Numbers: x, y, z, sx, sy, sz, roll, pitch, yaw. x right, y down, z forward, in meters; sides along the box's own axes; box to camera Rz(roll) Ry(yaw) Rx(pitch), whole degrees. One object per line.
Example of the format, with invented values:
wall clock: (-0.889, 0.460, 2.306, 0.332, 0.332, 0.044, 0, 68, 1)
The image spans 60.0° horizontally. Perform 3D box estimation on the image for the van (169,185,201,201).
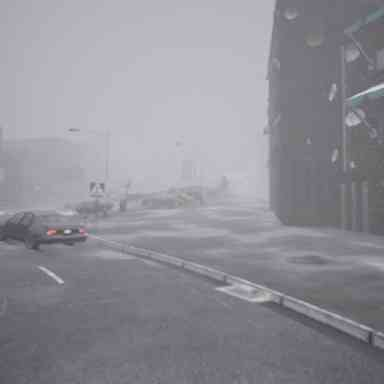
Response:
van: (-1.224, 0.410, 47.065, 4.442, 1.987, 1.878, 0, 2, -7)

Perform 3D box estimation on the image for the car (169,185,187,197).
car: (-2.603, -0.252, 63.957, 2.150, 2.045, 5.566, 0, 2, 13)

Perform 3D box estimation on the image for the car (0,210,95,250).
car: (-6.646, 1.528, 14.317, 5.357, 1.411, 2.033, 1, -2, 41)

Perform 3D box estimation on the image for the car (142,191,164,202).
car: (-5.750, 0.617, 49.748, 1.837, 1.490, 4.892, 0, 2, 13)

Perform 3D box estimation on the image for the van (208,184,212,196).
van: (0.584, 0.042, 55.928, 4.442, 1.987, 1.878, 0, 3, -7)

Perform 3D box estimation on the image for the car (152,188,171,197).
car: (-5.877, 0.113, 64.214, 2.033, 1.411, 5.357, 0, 2, 13)

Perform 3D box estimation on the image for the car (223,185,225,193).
car: (4.067, -0.474, 70.783, 4.553, 1.767, 2.185, 0, 2, -7)

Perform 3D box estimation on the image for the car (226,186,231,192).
car: (7.474, -0.960, 85.639, 4.892, 1.521, 2.231, 0, 2, -7)

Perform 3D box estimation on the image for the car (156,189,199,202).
car: (-2.203, 0.758, 44.066, 5.366, 1.575, 1.946, 0, 3, -7)

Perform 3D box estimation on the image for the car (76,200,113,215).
car: (-9.363, 1.437, 32.480, 1.895, 1.301, 4.718, 0, 3, 9)

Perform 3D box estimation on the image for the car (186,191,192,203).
car: (-2.697, 0.923, 41.125, 4.674, 1.452, 2.002, 0, 3, -7)

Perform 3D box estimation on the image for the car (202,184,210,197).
car: (-0.687, 0.262, 50.004, 5.566, 2.045, 2.435, 0, 3, -7)

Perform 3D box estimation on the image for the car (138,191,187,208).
car: (-3.387, 1.007, 38.163, 4.892, 1.521, 2.231, 0, 2, -7)

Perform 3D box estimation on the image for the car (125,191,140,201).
car: (-8.657, 0.564, 51.599, 1.882, 1.535, 5.008, 0, 2, 13)

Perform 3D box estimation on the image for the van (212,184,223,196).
van: (3.533, -0.452, 67.831, 4.442, 1.987, 1.878, 0, 2, -7)

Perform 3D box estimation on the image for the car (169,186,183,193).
car: (-3.538, -0.502, 74.422, 1.812, 1.442, 4.674, 0, 2, 13)
